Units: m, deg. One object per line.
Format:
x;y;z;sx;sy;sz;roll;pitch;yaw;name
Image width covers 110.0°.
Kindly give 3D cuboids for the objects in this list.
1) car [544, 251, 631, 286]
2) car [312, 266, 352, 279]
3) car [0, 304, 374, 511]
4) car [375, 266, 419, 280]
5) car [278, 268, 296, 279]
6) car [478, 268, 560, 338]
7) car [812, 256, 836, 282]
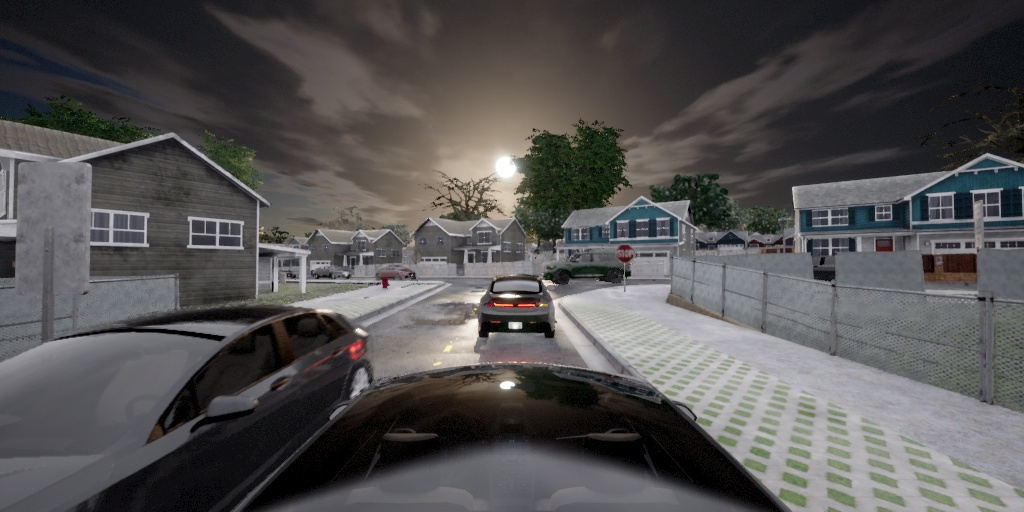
4.679;0.750;22.778;5.566;2.045;2.150;-1;-1;-4;car
-19.024;1.761;37.821;4.902;1.511;2.128;-2;-2;30;car
-2.752;1.256;2.968;1.837;1.490;4.892;0;0;0;car
-10.482;1.562;32.645;4.181;1.385;1.994;-2;-2;32;car
-27.725;2.110;42.831;4.181;1.385;1.994;-2;-2;30;car
0.163;1.258;10.192;1.837;1.490;4.892;0;0;2;car
15.699;0.773;18.560;4.892;1.490;1.837;-2;-2;35;car
